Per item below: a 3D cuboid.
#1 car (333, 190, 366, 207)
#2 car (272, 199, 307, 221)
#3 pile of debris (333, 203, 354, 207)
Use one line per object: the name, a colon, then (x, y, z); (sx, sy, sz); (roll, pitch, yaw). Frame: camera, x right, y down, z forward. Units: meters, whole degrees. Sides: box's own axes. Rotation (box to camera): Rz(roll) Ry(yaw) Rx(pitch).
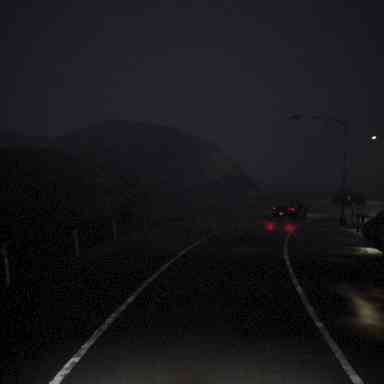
car: (17.580, 0.552, 36.985); (4.553, 1.767, 2.097); (-4, 6, -41)
car: (7.406, 1.265, 25.205); (1.812, 1.442, 4.674); (3, 3, 30)
pile of debris: (16.754, 1.396, 36.728); (1.860, 0.140, 1.500); (-3, 6, -41)
